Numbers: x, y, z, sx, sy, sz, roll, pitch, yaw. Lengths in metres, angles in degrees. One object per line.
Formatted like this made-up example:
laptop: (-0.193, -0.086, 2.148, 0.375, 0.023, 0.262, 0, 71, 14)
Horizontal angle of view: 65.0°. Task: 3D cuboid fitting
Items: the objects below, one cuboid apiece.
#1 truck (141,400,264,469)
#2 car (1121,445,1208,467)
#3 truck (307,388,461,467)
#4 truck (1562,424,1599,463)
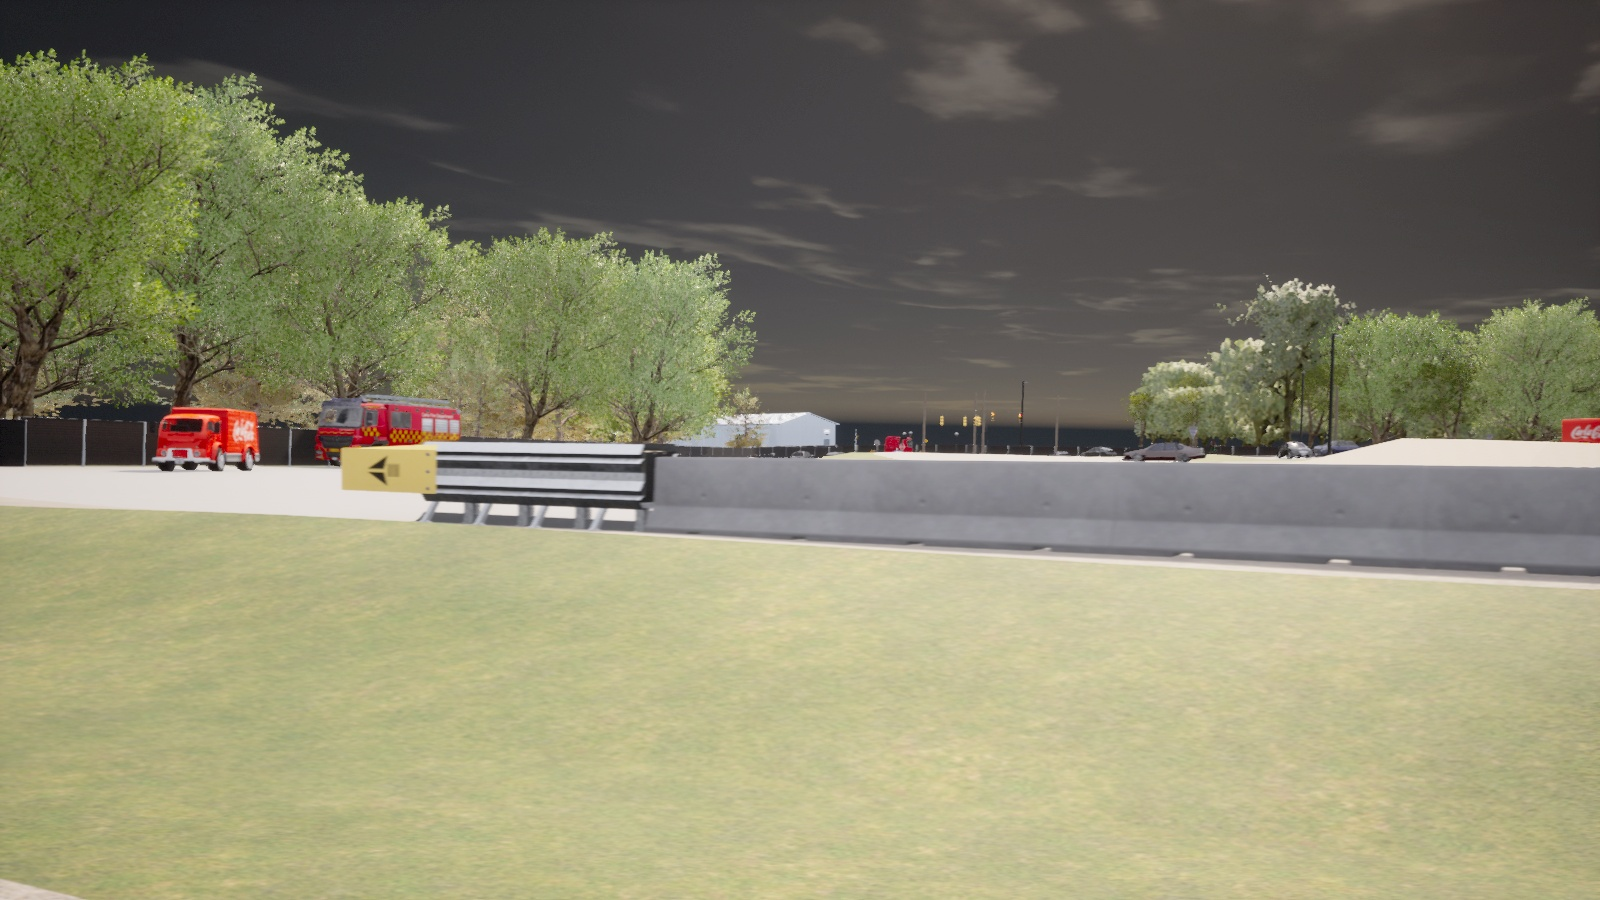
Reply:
truck: (-23.039, -0.562, 48.682, 2.627, 2.467, 5.204, 2, 0, -6)
car: (24.720, 0.398, 85.212, 5.357, 1.411, 2.033, -1, -1, 25)
truck: (-22.060, -1.114, 67.189, 2.891, 3.827, 8.468, 2, 0, 22)
truck: (52.834, -0.457, 81.866, 5.204, 2.467, 2.627, 0, 1, 35)
